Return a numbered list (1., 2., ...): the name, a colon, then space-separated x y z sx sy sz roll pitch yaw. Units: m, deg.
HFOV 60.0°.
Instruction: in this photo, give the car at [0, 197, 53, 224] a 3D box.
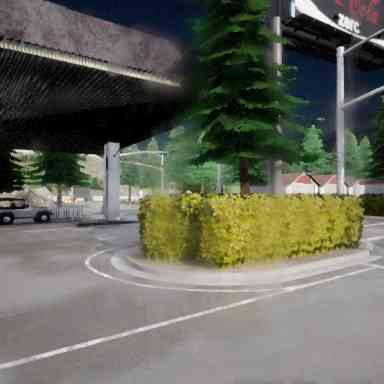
1. car: -12.012 1.313 23.449 3.866 1.878 1.905 0 0 -36
